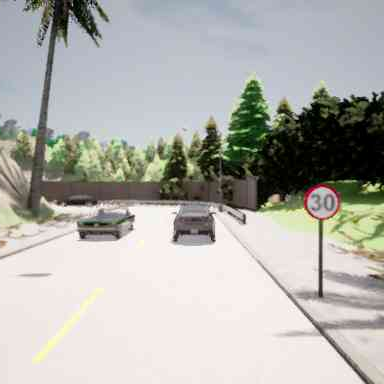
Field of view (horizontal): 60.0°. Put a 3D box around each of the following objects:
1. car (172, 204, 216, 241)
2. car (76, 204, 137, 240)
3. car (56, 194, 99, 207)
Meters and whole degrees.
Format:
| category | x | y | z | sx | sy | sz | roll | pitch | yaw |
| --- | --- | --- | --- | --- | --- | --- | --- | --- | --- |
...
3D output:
| category | x | y | z | sx | sy | sz | roll | pitch | yaw |
| --- | --- | --- | --- | --- | --- | --- | --- | --- | --- |
| car | 0.099 | 1.347 | 15.880 | 1.837 | 1.490 | 4.892 | 0 | 0 | 0 |
| car | -4.029 | 1.441 | 16.309 | 1.895 | 1.301 | 4.718 | 0 | 1 | 1 |
| car | -14.163 | 1.076 | 41.226 | 5.008 | 1.535 | 1.882 | 0 | 0 | -4 |
